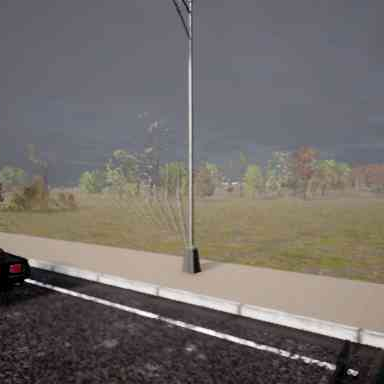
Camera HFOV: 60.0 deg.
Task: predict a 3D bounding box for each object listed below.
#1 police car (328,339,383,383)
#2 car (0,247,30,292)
[{"bbox_3d":[3.111,1.496,1.343,4.974,1.542,2.038,0,0,36],"label":"police car"},{"bbox_3d":[-5.866,1.641,7.749,4.718,1.301,1.895,0,0,36],"label":"car"}]
